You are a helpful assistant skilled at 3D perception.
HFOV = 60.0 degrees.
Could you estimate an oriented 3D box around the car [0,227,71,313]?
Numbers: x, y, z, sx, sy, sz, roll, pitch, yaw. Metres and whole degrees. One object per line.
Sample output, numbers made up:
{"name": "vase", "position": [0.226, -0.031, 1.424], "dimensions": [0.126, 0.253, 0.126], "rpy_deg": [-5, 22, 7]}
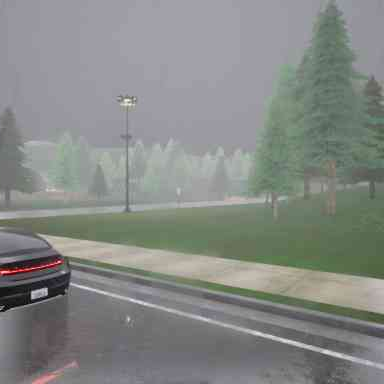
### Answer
{"name": "car", "position": [-4.605, 1.505, 7.153], "dimensions": [4.892, 1.490, 1.837], "rpy_deg": [0, 0, 35]}
